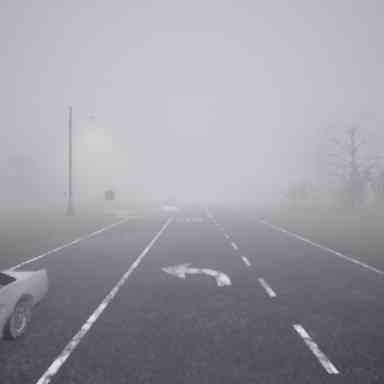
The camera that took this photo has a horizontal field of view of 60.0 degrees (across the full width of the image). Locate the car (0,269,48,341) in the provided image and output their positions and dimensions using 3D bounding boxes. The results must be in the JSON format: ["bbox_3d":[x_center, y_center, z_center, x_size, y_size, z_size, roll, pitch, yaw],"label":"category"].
[{"bbox_3d":[-3.504,1.598,3.721,1.895,1.301,4.718,0,0,0],"label":"car"}]

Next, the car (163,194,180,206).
[{"bbox_3d":[-3.400,1.433,52.381,2.128,1.511,4.902,0,0,0],"label":"car"}]
